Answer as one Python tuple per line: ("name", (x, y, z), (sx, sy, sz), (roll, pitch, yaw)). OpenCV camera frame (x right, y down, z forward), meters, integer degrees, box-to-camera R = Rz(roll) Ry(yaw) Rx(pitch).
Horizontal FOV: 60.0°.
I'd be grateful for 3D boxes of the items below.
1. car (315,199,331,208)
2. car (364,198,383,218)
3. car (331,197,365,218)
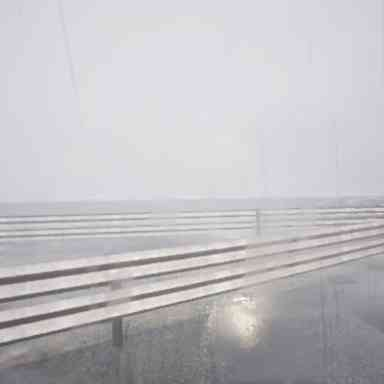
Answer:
("car", (12.318, 1.219, 27.495), (4.181, 1.385, 1.994), (-1, 0, -10))
("car", (13.793, 1.150, 20.649), (4.902, 1.511, 2.128), (-1, 0, -10))
("car", (13.055, 1.135, 24.072), (5.008, 1.535, 1.882), (-1, 0, -10))
